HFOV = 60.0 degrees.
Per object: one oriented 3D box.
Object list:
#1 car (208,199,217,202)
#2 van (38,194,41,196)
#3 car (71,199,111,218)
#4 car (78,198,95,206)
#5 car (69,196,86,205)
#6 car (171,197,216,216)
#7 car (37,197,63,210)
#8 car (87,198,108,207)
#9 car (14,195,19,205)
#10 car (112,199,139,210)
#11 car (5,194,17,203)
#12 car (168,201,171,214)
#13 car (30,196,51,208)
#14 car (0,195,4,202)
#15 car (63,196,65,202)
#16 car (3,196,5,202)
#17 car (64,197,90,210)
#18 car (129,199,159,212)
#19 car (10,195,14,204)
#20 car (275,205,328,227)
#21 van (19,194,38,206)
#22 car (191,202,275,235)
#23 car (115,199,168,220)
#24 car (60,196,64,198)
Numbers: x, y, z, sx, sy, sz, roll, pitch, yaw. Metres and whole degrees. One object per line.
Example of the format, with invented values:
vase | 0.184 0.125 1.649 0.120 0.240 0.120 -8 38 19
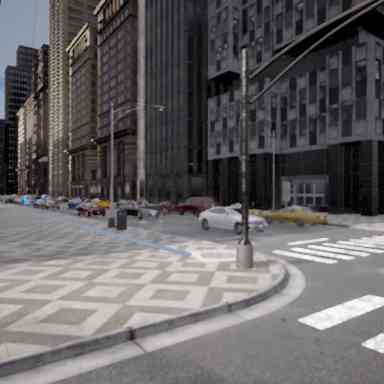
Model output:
car | 3.671 1.593 27.573 1.752 1.417 4.829 0 0 -35
van | -38.308 1.622 86.871 1.690 1.788 3.998 0 0 -35
car | -9.652 1.612 31.638 1.887 1.381 4.507 0 0 -35
car | -18.888 1.760 59.438 1.802 1.307 4.206 0 0 -35
car | -22.124 1.634 64.010 1.967 1.590 4.097 0 0 -35
car | 0.532 1.397 32.006 2.192 1.841 5.009 0 0 -35
car | -19.363 1.697 45.355 1.802 1.307 4.206 0 0 -35
car | -15.651 1.727 54.866 1.947 1.339 4.313 0 0 -35
car | -32.212 1.706 63.506 1.752 1.417 4.829 0 0 -35
car | -9.178 1.680 45.722 2.008 1.369 4.403 0 0 -35
car | -38.784 1.530 72.790 2.192 1.841 5.009 0 0 -35
car | -2.704 1.643 36.578 1.887 1.381 4.507 0 0 -35
car | -22.599 1.713 49.927 1.802 1.307 4.206 0 0 -35
car | -45.257 1.691 81.934 1.967 1.590 4.097 0 0 -35
car | -19.019 1.704 54.846 2.033 1.411 5.357 0 0 -35
car | -42.021 1.815 77.361 1.802 1.307 4.206 0 0 -35
car | -14.773 1.590 43.571 1.882 1.535 5.008 0 -1 -35
car | -6.040 1.639 41.289 1.752 1.417 4.829 0 0 -35
car | -35.547 1.780 68.216 1.802 1.307 4.206 0 0 -35
car | 6.907 1.578 23.001 1.752 1.417 4.829 0 0 -35
van | -29.074 1.505 59.073 1.690 1.788 3.998 0 0 -35
car | 2.240 1.557 19.414 1.812 1.442 4.674 0 0 -37
car | -4.520 1.553 29.005 2.128 1.511 4.902 0 0 -35
car | -28.597 1.668 73.154 1.967 1.590 4.097 0 0 -35
